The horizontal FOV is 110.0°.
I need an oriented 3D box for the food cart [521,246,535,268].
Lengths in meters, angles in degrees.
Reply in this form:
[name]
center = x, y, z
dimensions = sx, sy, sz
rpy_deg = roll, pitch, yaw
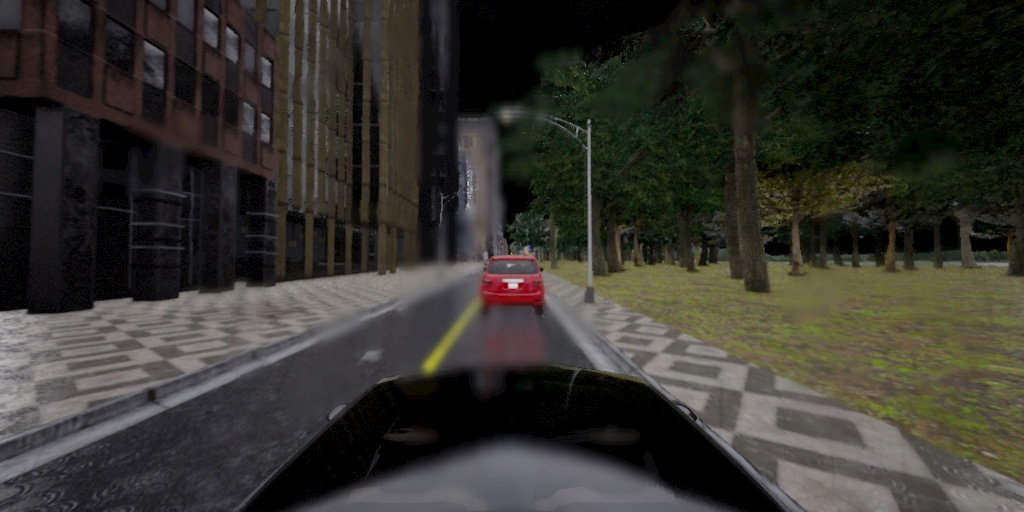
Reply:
[food cart]
center = 3.117, 0.321, 57.620
dimensions = 2.280, 3.560, 4.660
rpy_deg = 0, 0, 0

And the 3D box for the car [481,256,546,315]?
[car]
center = 0.057, 1.000, 13.765
dimensions = 2.150, 2.045, 5.566
rpy_deg = 0, 0, 0
